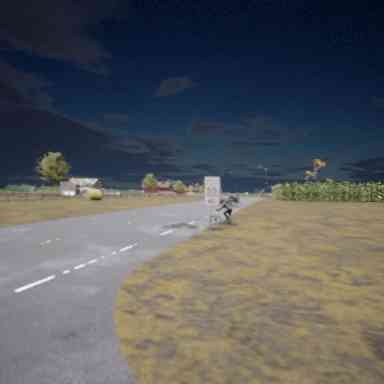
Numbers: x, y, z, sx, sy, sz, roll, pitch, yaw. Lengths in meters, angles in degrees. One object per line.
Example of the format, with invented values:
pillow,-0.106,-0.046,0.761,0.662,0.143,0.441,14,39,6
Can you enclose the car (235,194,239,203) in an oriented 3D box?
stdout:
car,6.925,1.108,56.747,1.837,1.490,4.892,2,0,14

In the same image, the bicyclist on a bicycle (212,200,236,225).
bicyclist on a bicycle,2.032,1.327,21.310,1.656,1.620,0.582,0,0,14

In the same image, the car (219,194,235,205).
car,4.477,1.226,47.030,1.895,1.301,4.718,2,1,14
